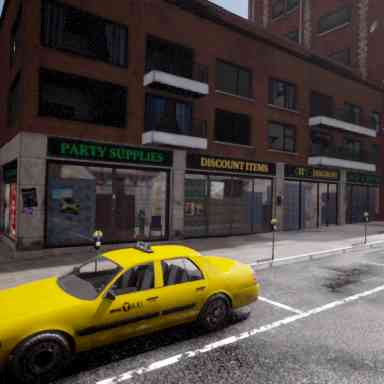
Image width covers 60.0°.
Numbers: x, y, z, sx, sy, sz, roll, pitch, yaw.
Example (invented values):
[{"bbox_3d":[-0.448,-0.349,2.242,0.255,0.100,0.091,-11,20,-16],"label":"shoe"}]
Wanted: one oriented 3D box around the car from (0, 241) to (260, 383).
[{"bbox_3d":[-1.025,1.527,5.341,4.829,1.417,1.752,0,2,-35],"label":"car"}]
